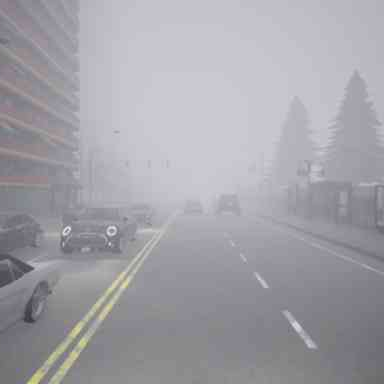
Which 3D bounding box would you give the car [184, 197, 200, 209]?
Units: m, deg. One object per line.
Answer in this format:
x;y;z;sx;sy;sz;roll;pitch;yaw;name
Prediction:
0.047;1.477;46.576;2.128;1.511;4.902;0;0;0;car

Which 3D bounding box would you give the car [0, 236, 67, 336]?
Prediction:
-3.582;1.601;4.472;1.895;1.301;4.718;0;0;0;car

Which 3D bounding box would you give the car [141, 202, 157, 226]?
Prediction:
-3.563;1.502;23.355;1.837;1.490;4.892;0;0;0;car

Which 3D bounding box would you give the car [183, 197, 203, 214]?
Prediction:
0.103;1.560;35.168;1.994;1.385;4.181;0;0;0;car

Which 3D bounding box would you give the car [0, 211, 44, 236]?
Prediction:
-7.082;1.505;12.004;1.837;1.490;4.892;0;0;0;car

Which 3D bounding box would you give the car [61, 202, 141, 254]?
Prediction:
-3.573;1.351;13.478;2.097;1.767;4.553;0;0;0;car

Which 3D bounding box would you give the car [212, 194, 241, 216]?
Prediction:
3.506;1.219;33.274;2.150;2.045;5.566;0;0;0;car

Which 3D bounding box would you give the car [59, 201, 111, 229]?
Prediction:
-7.069;1.475;22.496;1.882;1.535;5.008;0;0;0;car

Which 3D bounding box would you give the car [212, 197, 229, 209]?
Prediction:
4.103;1.516;47.040;1.812;1.442;4.674;0;0;14;car
